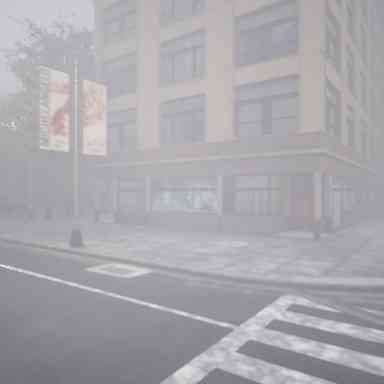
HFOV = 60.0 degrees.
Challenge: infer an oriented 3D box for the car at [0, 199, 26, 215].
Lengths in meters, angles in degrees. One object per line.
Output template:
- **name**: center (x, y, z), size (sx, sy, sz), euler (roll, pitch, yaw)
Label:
- **car**: center (-18.691, 1.458, 32.071), size (1.882, 1.535, 5.008), euler (0, 0, 36)
